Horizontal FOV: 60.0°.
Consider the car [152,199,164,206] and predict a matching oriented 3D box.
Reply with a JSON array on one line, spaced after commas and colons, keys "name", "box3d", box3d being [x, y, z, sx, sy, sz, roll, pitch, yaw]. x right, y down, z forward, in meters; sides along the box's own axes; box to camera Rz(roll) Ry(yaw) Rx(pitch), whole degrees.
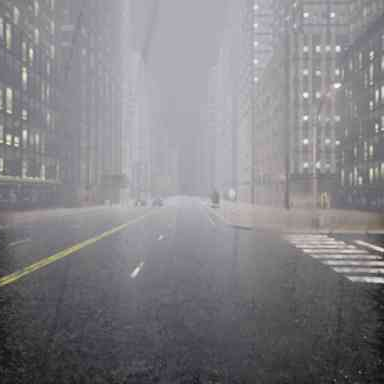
[{"name": "car", "box3d": [-6.506, 2.023, 63.861, 2.033, 1.411, 5.357, 0, 0, 0]}]

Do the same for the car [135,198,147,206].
[{"name": "car", "box3d": [-9.756, 1.970, 63.860, 2.128, 1.511, 4.902, 0, 0, 0]}]
